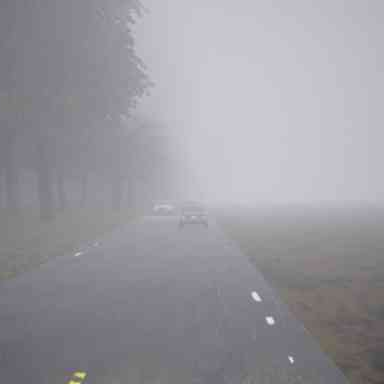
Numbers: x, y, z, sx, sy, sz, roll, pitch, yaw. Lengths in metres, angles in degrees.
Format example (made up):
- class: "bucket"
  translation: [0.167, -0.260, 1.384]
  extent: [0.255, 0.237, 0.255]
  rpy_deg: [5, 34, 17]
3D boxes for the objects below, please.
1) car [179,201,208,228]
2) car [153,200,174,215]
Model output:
- class: "car"
  translation: [0.087, 1.568, 22.306]
  extent: [2.033, 1.411, 5.357]
  rpy_deg: [0, 0, 0]
- class: "car"
  translation: [-2.856, 1.568, 33.995]
  extent: [1.812, 1.442, 4.674]
  rpy_deg: [0, 0, 0]
